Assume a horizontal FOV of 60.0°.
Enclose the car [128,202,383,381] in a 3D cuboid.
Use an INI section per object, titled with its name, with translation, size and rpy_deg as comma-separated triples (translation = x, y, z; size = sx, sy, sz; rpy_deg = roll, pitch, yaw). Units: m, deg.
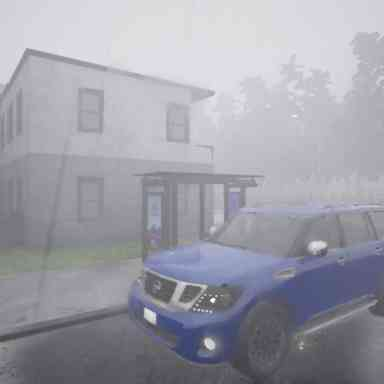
[car]
translation = 1.710, 1.221, 5.842
size = 5.566, 2.045, 2.150
rpy_deg = 0, 0, -36
